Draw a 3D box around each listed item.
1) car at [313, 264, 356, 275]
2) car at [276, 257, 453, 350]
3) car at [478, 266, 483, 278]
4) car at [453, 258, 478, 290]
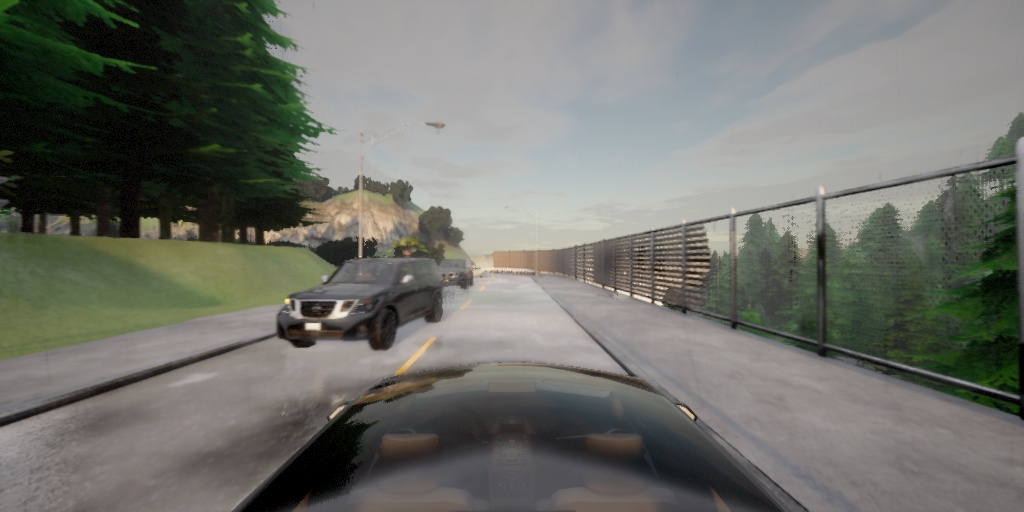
[{"bbox_3d":[-23.080,1.765,46.714,4.718,1.301,1.895,0,-1,0],"label":"car"},{"bbox_3d":[-3.537,1.045,9.717,2.150,2.045,5.566,0,-1,7],"label":"car"},{"bbox_3d":[-4.134,1.691,38.647,1.895,1.301,4.718,0,-1,-5],"label":"car"},{"bbox_3d":[-3.942,1.184,24.670,2.150,2.045,5.566,0,-1,1],"label":"car"}]
